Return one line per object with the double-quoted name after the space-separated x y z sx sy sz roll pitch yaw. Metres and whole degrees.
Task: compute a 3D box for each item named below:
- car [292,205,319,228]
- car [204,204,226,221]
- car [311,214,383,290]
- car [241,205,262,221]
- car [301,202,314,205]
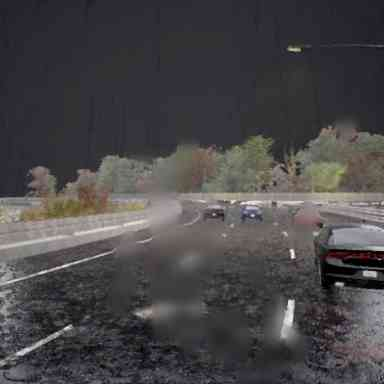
8.717 1.942 25.324 1.994 1.385 4.181 0 -1 13 "car"
2.265 1.928 32.592 1.882 1.535 5.008 0 -1 6 "car"
4.549 1.625 9.429 1.882 1.535 5.008 0 -1 18 "car"
5.758 1.988 32.430 1.812 1.442 4.674 0 -1 6 "car"
19.657 2.404 56.285 1.994 1.385 4.181 0 -1 35 "car"
